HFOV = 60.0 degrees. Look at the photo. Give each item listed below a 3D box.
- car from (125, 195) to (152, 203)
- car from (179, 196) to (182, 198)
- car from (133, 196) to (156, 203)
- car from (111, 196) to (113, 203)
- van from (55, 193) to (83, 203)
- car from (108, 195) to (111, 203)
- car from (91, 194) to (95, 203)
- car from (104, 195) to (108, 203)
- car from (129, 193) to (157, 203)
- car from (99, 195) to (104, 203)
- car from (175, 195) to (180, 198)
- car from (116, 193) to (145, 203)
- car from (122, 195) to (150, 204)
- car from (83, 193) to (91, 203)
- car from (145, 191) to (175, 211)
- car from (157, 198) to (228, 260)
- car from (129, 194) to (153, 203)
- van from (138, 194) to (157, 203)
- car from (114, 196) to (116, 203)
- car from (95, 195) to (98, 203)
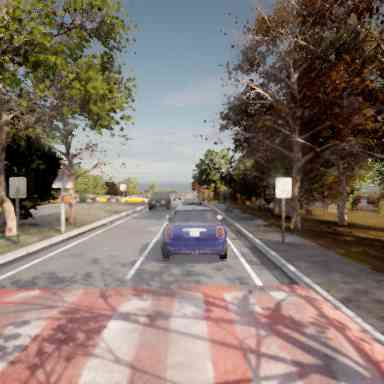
[{"bbox_3d":[-10.444,1.457,65.389,5.008,1.535,2.097,0,-1,0],"label":"car"},{"bbox_3d":[0.049,1.259,28.804,1.837,1.490,4.892,0,0,0],"label":"car"},{"bbox_3d":[-10.476,1.706,73.710,4.792,1.488,2.163,0,-2,0],"label":"car"},{"bbox_3d":[-23.532,1.994,84.977,4.892,1.521,2.231,0,-2,0],"label":"car"},{"bbox_3d":[-23.632,1.178,62.711,4.442,1.987,1.878,0,-1,0],"label":"van"},{"bbox_3d":[-23.530,1.916,82.208,5.008,1.535,2.097,0,-2,0],"label":"car"},{"bbox_3d":[-23.335,1.534,68.365,5.366,1.575,1.946,0,-1,0],"label":"car"},{"bbox_3d":[-23.527,1.836,79.313,5.008,1.535,2.097,0,-2,0],"label":"car"},{"bbox_3d":[-10.415,1.349,70.942,5.566,2.045,2.435,0,-2,0],"label":"car"},{"bbox_3d":[-23.498,1.638,76.672,4.553,1.767,2.185,0,-2,0],"label":"car"},{"bbox_3d":[-3.375,1.416,77.462,1.882,1.535,5.008,0,-2,0],"label":"car"},{"bbox_3d":[-10.246,1.341,59.849,5.366,1.575,1.946,0,-1,0],"label":"car"},{"bbox_3d":[-10.440,1.397,62.617,4.892,1.521,2.231,0,-1,0],"label":"car"},{"bbox_3d":[-23.545,1.215,65.603,5.566,2.045,2.435,0,-1,0],"label":"car"},{"bbox_3d":[-3.401,0.936,36.192,2.150,2.045,5.566,0,0,0],"label":"car"},{"bbox_3d":[0.072,1.266,12.198,2.097,1.767,4.553,0,1,0],"label":"car"},{"bbox_3d":[-10.472,1.401,68.168,4.553,1.767,2.185,0,-2,0],"label":"car"},{"bbox_3d":[-10.569,1.604,79.266,4.442,1.987,1.878,0,-2,0],"label":"van"},{"bbox_3d":[-23.360,2.142,90.517,5.366,1.575,1.946,0,-2,0],"label":"car"},{"bbox_3d":[-23.517,1.612,71.131,4.892,1.521,2.231,0,-2,0],"label":"car"}]
